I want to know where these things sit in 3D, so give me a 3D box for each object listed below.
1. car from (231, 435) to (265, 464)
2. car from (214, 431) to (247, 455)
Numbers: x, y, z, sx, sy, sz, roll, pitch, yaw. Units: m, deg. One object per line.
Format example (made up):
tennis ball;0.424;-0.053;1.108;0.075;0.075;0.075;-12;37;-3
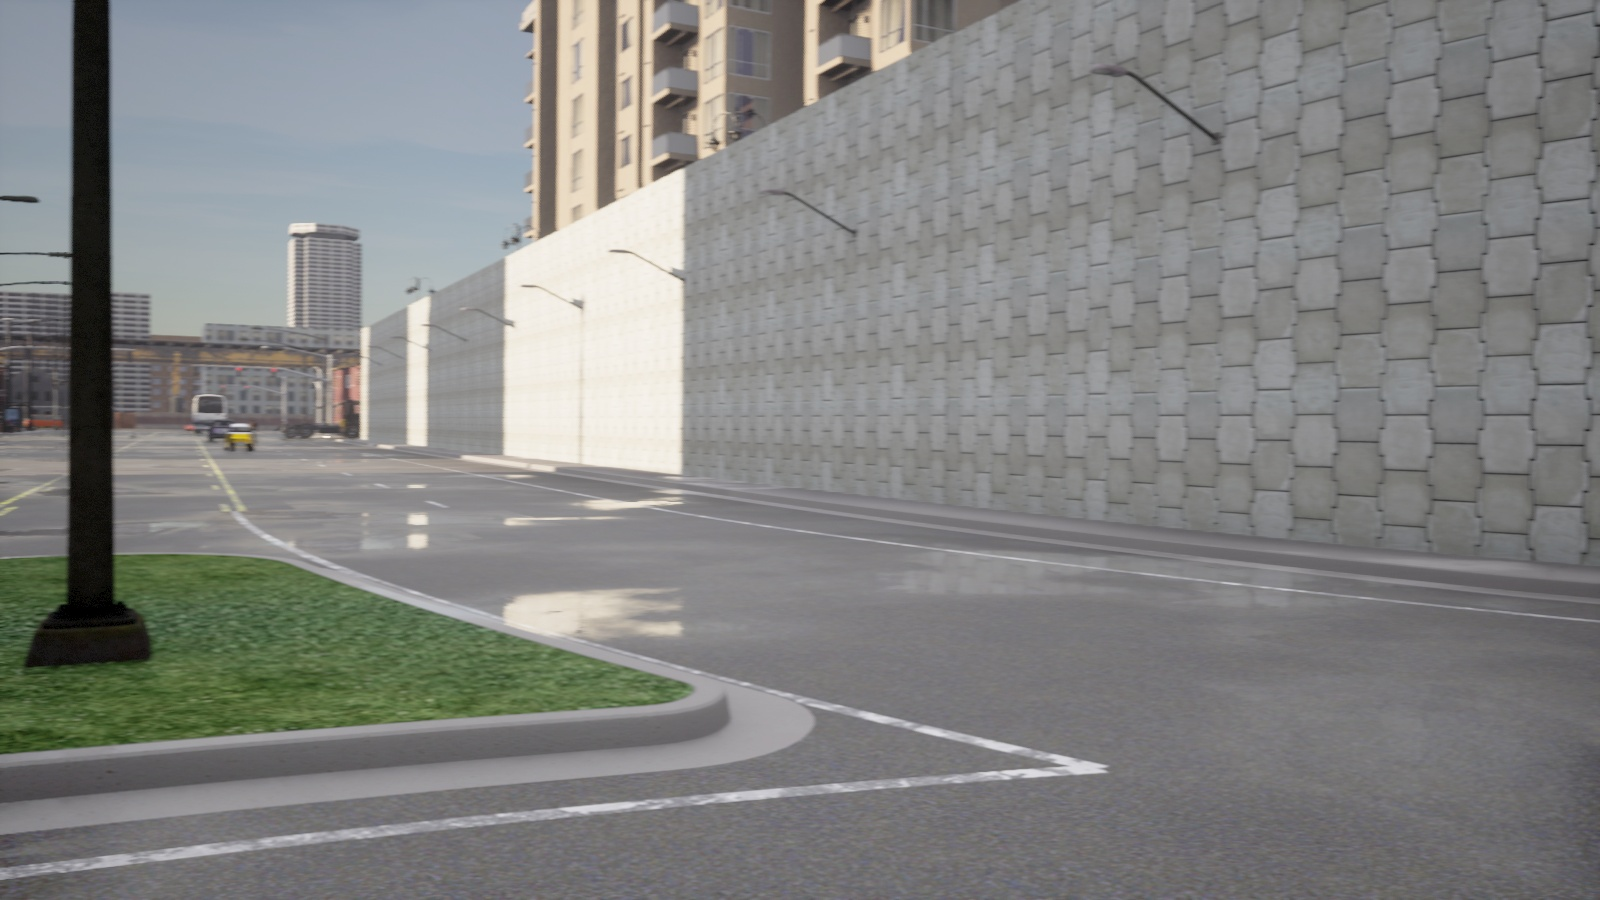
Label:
car;-27.764;-0.038;63.153;1.481;1.376;2.207;-1;2;-26
car;-40.867;-0.530;90.112;2.033;1.649;4.856;-1;1;-26
